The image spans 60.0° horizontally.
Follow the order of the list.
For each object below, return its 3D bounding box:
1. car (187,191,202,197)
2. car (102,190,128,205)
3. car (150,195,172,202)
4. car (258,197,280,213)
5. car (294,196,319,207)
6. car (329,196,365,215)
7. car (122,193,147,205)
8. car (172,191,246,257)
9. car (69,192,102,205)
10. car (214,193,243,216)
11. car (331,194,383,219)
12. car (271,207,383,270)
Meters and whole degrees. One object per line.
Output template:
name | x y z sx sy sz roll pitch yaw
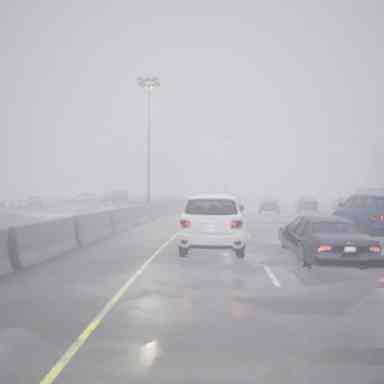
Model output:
car | 0.658 0.428 83.155 1.812 1.442 4.674 0 1 28
car | -10.731 0.721 46.452 2.150 2.045 5.566 0 0 16
car | -3.606 1.065 45.966 2.033 1.411 5.357 0 1 17
car | 7.274 1.217 31.429 1.812 1.442 4.674 0 1 12
car | 11.107 1.168 32.452 1.882 1.535 5.008 0 1 13
car | 14.463 1.200 31.409 2.128 1.511 4.902 0 1 13
car | -7.318 1.113 45.668 1.895 1.301 4.718 0 1 16
car | 0.797 1.093 12.501 2.150 2.045 5.566 0 1 5
car | -14.683 0.851 45.233 2.097 1.767 4.553 0 1 16
car | 3.323 1.054 29.553 2.097 1.767 4.553 0 1 11
car | 8.050 1.086 14.838 2.150 2.045 5.566 0 1 6
car | 4.117 1.445 10.724 2.033 1.411 5.357 0 1 5
